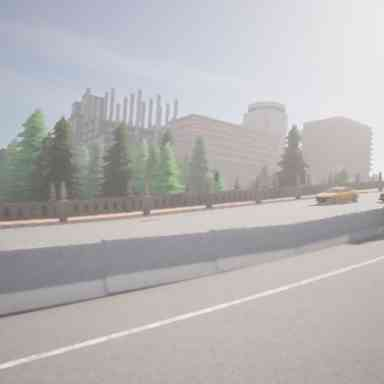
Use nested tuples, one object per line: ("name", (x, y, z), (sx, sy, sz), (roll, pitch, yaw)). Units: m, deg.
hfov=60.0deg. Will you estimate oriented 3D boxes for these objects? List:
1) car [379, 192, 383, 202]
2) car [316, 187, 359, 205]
("car", (19.409, 0.113, 30.725), (5.357, 1.411, 2.033), (-4, 2, -35))
("car", (13.459, 0.295, 30.783), (5.008, 1.535, 1.882), (-4, 2, -35))
